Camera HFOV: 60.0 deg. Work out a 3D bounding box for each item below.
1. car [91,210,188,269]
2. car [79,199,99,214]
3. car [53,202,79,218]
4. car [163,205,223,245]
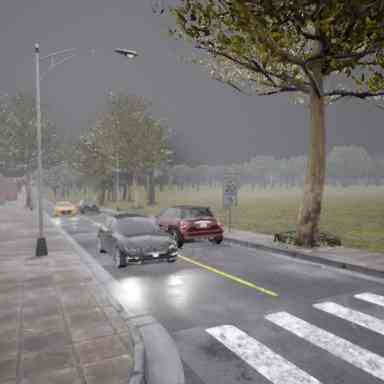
[{"bbox_3d":[-2.124,1.576,11.852,1.837,1.490,4.892,-1,1,-26],"label":"car"},{"bbox_3d":[-12.407,1.624,39.387,2.097,1.767,4.553,-1,0,-26],"label":"car"},{"bbox_3d":[-13.297,1.773,34.584,1.882,1.535,5.008,-1,0,-26],"label":"car"},{"bbox_3d":[-0.489,1.383,15.199,2.097,1.767,4.553,-1,0,-26],"label":"car"}]
